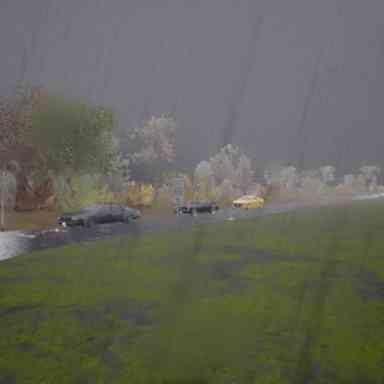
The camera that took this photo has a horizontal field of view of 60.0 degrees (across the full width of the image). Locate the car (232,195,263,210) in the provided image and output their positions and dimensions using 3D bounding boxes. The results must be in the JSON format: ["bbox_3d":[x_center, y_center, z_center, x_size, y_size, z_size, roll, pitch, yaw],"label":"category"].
[{"bbox_3d":[6.305,1.151,37.339,1.882,1.535,5.008,0,1,36],"label":"car"}]

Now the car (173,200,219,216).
[{"bbox_3d":[0.412,1.362,29.245,1.895,1.301,4.718,0,1,36],"label":"car"}]

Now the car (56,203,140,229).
[{"bbox_3d":[-5.652,1.395,20.903,2.033,1.411,5.357,0,1,36],"label":"car"}]
